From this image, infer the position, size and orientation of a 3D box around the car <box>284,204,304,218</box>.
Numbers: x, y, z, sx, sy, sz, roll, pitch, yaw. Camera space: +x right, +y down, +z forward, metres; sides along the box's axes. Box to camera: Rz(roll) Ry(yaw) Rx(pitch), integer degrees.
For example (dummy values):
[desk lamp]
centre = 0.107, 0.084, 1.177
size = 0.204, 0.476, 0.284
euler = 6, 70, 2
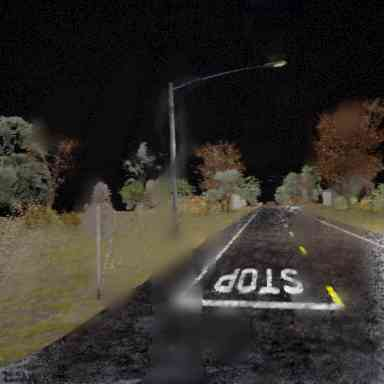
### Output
[car]
centre = 12.972, 2.426, 41.997
size = 1.812, 1.442, 4.674
euler = -3, -2, 13
